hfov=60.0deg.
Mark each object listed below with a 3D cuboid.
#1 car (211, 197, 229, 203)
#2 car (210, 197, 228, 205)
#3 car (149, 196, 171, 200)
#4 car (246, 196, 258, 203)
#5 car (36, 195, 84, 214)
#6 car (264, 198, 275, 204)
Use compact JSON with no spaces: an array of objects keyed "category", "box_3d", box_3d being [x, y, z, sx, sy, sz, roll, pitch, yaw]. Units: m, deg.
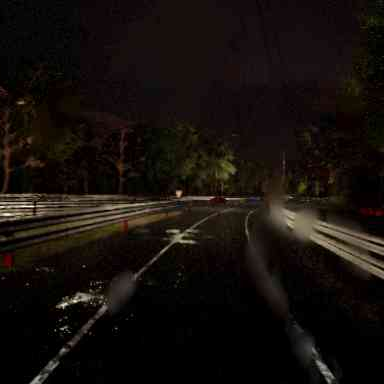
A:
[{"category":"car","box_3d":[6.604,1.904,78.287,2.033,1.411,5.357,2,0,30]},{"category":"car","box_3d":[5.631,1.822,69.611,1.882,1.535,5.008,2,0,30]},{"category":"car","box_3d":[-5.416,1.412,57.490,1.882,1.535,5.008,2,0,30]},{"category":"car","box_3d":[15.887,2.179,87.352,1.882,1.535,5.008,2,0,30]},{"category":"car","box_3d":[-12.398,1.045,31.422,2.097,1.767,4.553,2,0,30]},{"category":"car","box_3d":[20.803,2.364,88.868,1.882,1.535,5.008,2,0,30]}]
